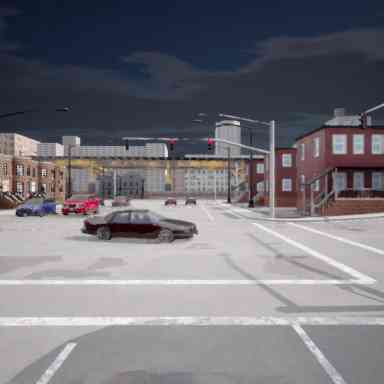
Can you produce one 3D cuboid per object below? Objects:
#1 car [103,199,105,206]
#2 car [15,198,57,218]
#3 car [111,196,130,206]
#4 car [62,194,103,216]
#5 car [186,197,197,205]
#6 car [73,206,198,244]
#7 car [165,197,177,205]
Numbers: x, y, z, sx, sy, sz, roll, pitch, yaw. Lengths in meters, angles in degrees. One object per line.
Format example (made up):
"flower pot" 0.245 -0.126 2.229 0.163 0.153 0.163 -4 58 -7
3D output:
"car" -14.233 1.491 48.900 2.128 1.511 4.902 0 0 0
"car" -14.187 1.352 30.505 2.097 1.767 4.553 0 0 0
"car" -10.732 1.353 50.441 2.097 1.767 4.553 0 0 0
"car" -10.691 1.221 32.345 2.150 2.045 5.566 0 0 0
"car" -0.170 1.526 58.582 1.812 1.442 4.674 0 0 0
"car" -2.477 1.547 15.513 5.357 1.411 2.033 0 0 15
"car" -3.565 1.526 56.764 1.812 1.442 4.674 0 0 0
